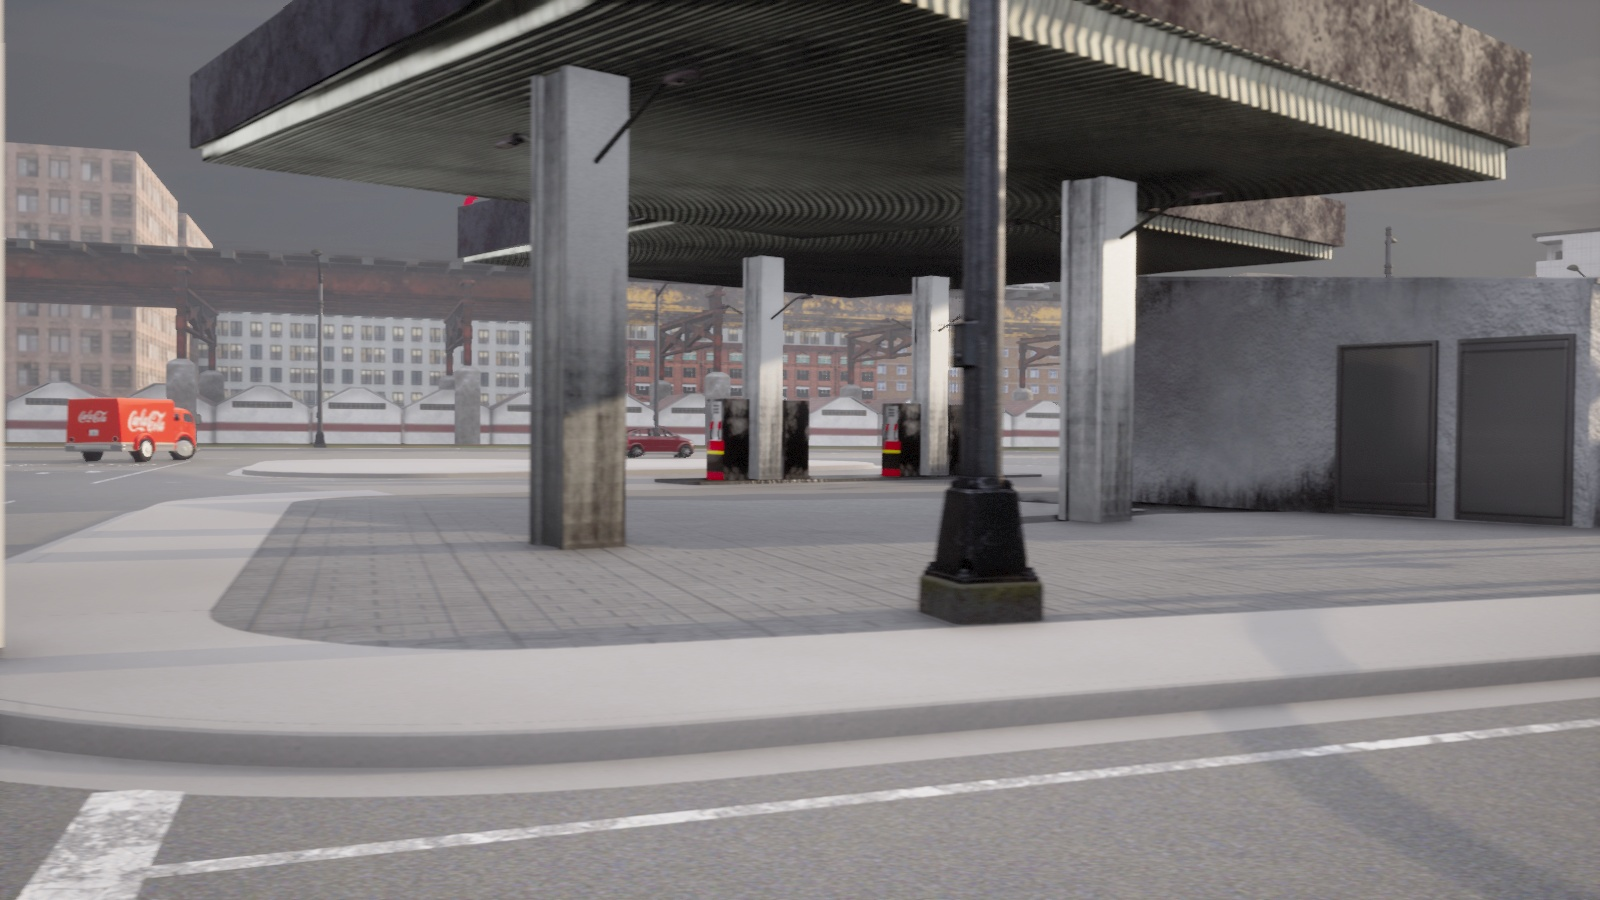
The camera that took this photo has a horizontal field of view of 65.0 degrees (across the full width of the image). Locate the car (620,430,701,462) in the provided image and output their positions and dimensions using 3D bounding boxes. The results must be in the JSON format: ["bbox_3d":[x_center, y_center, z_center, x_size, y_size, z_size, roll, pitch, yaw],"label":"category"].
[{"bbox_3d":[-7.060,-0.207,63.512,3.705,1.549,1.789,-1,1,-19],"label":"car"}]

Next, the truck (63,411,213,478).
[{"bbox_3d":[-26.273,-0.216,50.123,2.627,2.467,5.204,-2,0,9],"label":"truck"}]
